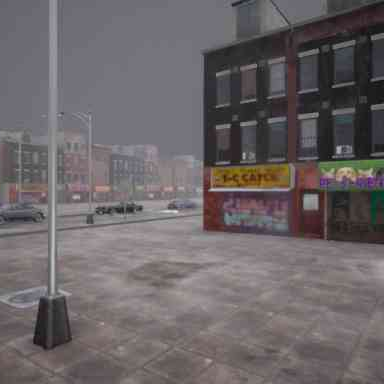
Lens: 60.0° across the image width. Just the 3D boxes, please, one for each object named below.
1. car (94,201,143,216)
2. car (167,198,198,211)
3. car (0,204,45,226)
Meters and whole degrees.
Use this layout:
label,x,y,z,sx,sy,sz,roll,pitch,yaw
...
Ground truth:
label,x,y,z,sx,sy,sz,roll,pitch,yaw
car,-6.879,1.515,31.520,1.895,1.301,4.718,0,0,35
car,-1.104,1.442,39.684,1.994,1.385,4.181,0,0,35
car,-12.622,1.515,23.386,1.994,1.385,4.181,0,0,36
